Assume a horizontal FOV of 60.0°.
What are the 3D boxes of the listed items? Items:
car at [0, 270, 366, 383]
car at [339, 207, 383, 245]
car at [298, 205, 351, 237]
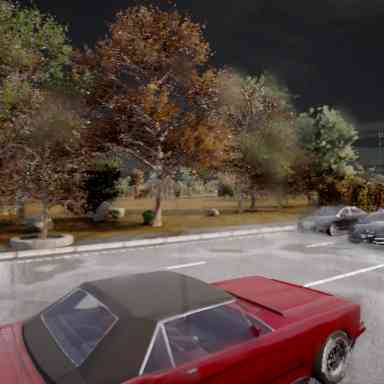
[{"bbox_3d":[-0.097,1.601,3.679,4.718,1.301,1.895,0,0,-36],"label":"car"},{"bbox_3d":[8.729,1.507,14.520,4.892,1.490,1.837,0,0,-35],"label":"car"},{"bbox_3d":[7.777,1.494,18.139,4.902,1.511,2.128,0,0,-35],"label":"car"}]
